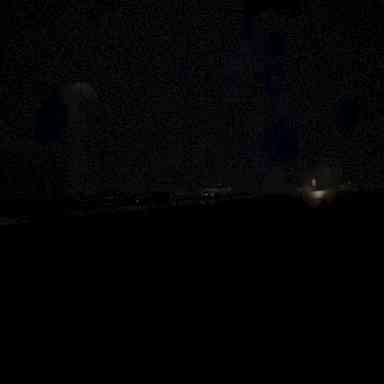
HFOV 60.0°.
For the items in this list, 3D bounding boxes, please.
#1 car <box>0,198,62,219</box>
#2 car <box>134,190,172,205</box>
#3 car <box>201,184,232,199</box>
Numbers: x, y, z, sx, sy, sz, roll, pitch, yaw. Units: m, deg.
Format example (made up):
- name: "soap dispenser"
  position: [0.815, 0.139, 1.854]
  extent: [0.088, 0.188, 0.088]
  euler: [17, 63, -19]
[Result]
- name: "car"
  position: [-12.183, 1.171, 24.383]
  extent: [1.895, 1.301, 4.718]
  euler: [-1, 1, 35]
- name: "car"
  position: [-4.117, 0.608, 35.706]
  extent: [1.837, 1.490, 4.892]
  euler: [-1, 1, 36]
- name: "car"
  position: [3.477, -0.084, 46.296]
  extent: [2.150, 2.045, 5.566]
  euler: [-1, 1, 36]
